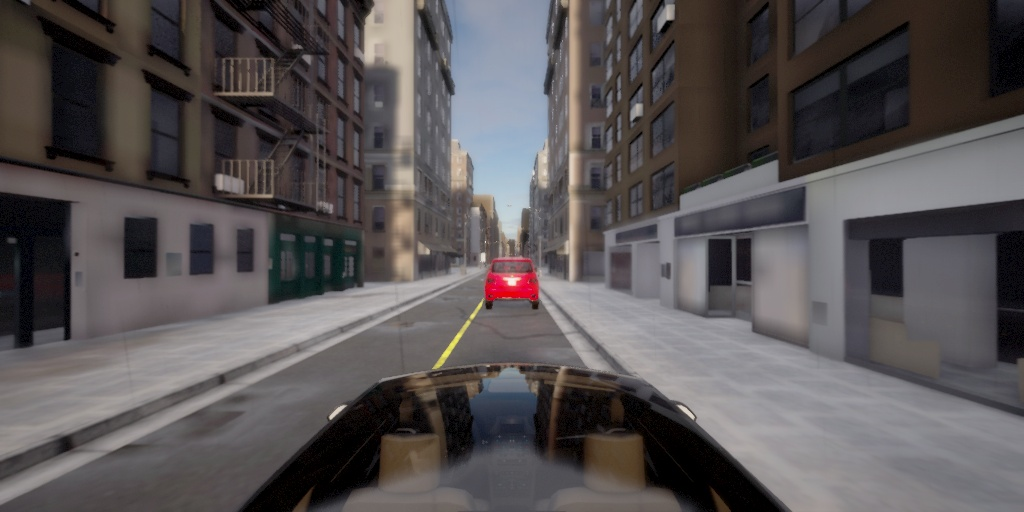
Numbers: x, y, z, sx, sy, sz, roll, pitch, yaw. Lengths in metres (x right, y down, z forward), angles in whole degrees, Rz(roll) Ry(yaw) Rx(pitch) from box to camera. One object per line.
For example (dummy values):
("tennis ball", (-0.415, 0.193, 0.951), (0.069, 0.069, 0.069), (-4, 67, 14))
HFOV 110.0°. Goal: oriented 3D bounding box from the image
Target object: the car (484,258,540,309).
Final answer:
("car", (0.004, 1.099, 15.865), (2.150, 2.045, 5.566), (0, 0, 0))
